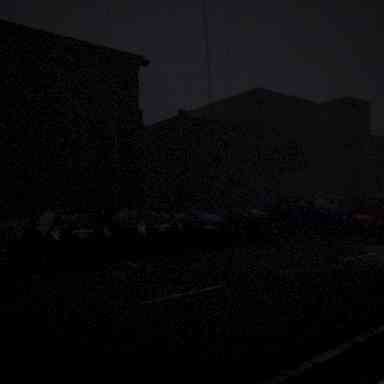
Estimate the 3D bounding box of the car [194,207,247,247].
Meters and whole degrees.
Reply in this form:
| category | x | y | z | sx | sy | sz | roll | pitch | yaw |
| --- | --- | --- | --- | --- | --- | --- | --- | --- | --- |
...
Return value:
| category | x | y | z | sx | sy | sz | roll | pitch | yaw |
| --- | --- | --- | --- | --- | --- | --- | --- | --- | --- |
| car | 0.004 | 1.505 | 15.008 | 2.002 | 1.452 | 4.674 | 0 | 0 | -35 |

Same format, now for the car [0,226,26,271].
| category | x | y | z | sx | sy | sz | roll | pitch | yaw |
| --- | --- | --- | --- | --- | --- | --- | --- | --- | --- |
| car | -6.792 | 1.456 | 10.177 | 2.231 | 1.521 | 4.892 | 0 | 0 | -35 |

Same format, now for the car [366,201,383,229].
| category | x | y | z | sx | sy | sz | roll | pitch | yaw |
| --- | --- | --- | --- | --- | --- | --- | --- | --- | --- |
| car | 9.163 | 1.492 | 21.308 | 1.946 | 1.575 | 5.366 | 0 | 0 | -35 |

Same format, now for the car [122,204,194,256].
| category | x | y | z | sx | sy | sz | roll | pitch | yaw |
| --- | --- | --- | --- | --- | --- | --- | --- | --- | --- |
| car | -2.243 | 1.335 | 13.372 | 2.185 | 1.767 | 4.553 | 0 | 0 | -35 |

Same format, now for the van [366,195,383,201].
| category | x | y | z | sx | sy | sz | roll | pitch | yaw |
| --- | --- | --- | --- | --- | --- | --- | --- | --- | --- |
| van | 11.387 | 1.279 | 22.977 | 1.878 | 1.987 | 4.442 | 0 | 0 | -35 |

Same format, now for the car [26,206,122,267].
| category | x | y | z | sx | sy | sz | roll | pitch | yaw |
| --- | --- | --- | --- | --- | --- | --- | --- | --- | --- |
| car | -4.507 | 1.331 | 11.759 | 2.185 | 1.767 | 4.553 | 0 | 0 | -35 |

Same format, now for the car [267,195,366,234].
| category | x | y | z | sx | sy | sz | roll | pitch | yaw |
| --- | --- | --- | --- | --- | --- | --- | --- | --- | --- |
| car | 6.810 | 1.234 | 19.825 | 2.435 | 2.045 | 5.566 | 0 | 0 | -35 |

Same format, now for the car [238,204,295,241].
| category | x | y | z | sx | sy | sz | roll | pitch | yaw |
| --- | --- | --- | --- | --- | --- | --- | --- | --- | --- |
| car | 2.269 | 1.472 | 16.617 | 2.231 | 1.521 | 4.892 | 0 | 0 | -35 |
